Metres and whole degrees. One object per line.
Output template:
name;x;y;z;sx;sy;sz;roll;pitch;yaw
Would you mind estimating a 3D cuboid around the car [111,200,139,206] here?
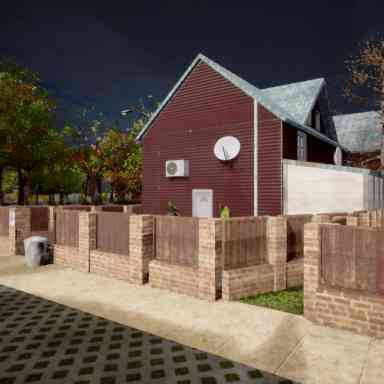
car;-7.508;1.619;35.361;1.812;1.442;4.674;0;0;35
